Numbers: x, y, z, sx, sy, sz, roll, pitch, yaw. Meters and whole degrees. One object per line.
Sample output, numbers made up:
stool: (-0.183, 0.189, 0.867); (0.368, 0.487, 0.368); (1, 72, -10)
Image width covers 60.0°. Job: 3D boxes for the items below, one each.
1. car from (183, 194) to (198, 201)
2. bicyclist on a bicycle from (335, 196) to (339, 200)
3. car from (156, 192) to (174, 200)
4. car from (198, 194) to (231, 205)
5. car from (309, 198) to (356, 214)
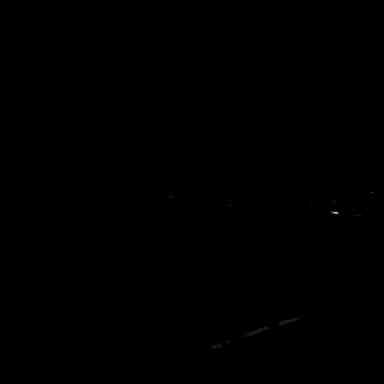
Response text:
car: (0.157, 0.972, 58.527); (1.994, 1.385, 4.181); (1, 0, -34)
bicyclist on a bicycle: (17.221, 1.303, 39.450); (1.656, 1.620, 0.582); (0, 1, -35)
car: (-5.384, 0.779, 66.388); (1.812, 1.442, 4.674); (1, 0, -35)
car: (3.590, 1.023, 48.551); (2.128, 1.511, 4.902); (1, 0, -35)
car: (14.074, 1.356, 33.528); (1.812, 1.442, 4.674); (1, 0, -35)
